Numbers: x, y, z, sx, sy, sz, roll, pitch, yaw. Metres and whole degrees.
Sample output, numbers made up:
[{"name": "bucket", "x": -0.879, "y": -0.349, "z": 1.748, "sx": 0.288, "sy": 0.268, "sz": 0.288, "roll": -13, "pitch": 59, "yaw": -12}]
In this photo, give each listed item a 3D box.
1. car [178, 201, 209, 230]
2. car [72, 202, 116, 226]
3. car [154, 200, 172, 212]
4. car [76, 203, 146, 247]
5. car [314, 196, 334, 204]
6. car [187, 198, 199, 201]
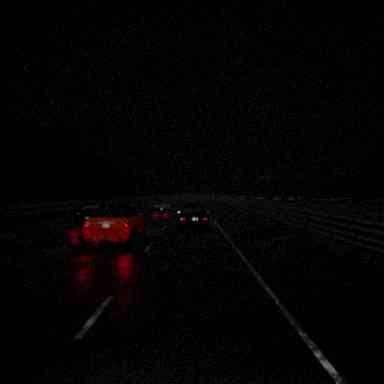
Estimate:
[{"name": "car", "x": 0.105, "y": 1.546, "z": 20.935, "sx": 2.033, "sy": 1.411, "sz": 5.357, "roll": 0, "pitch": 0, "yaw": 0}, {"name": "car", "x": -6.897, "y": 1.525, "z": 23.991, "sx": 1.812, "sy": 1.442, "sz": 4.674, "roll": 0, "pitch": 0, "yaw": 0}, {"name": "car", "x": -3.398, "y": 1.615, "z": 39.600, "sx": 1.895, "sy": 1.301, "sz": 4.718, "roll": 0, "pitch": 0, "yaw": 0}, {"name": "car", "x": -3.400, "y": 1.349, "z": 15.253, "sx": 2.097, "sy": 1.767, "sz": 4.553, "roll": 0, "pitch": 0, "yaw": 0}, {"name": "car", "x": 29.108, "y": 1.703, "z": 73.114, "sx": 2.033, "sy": 1.649, "sz": 4.856, "roll": 0, "pitch": 0, "yaw": -27}, {"name": "car", "x": 0.106, "y": 1.493, "z": 41.856, "sx": 1.882, "sy": 1.535, "sz": 5.008, "roll": 0, "pitch": 0, "yaw": 0}]
